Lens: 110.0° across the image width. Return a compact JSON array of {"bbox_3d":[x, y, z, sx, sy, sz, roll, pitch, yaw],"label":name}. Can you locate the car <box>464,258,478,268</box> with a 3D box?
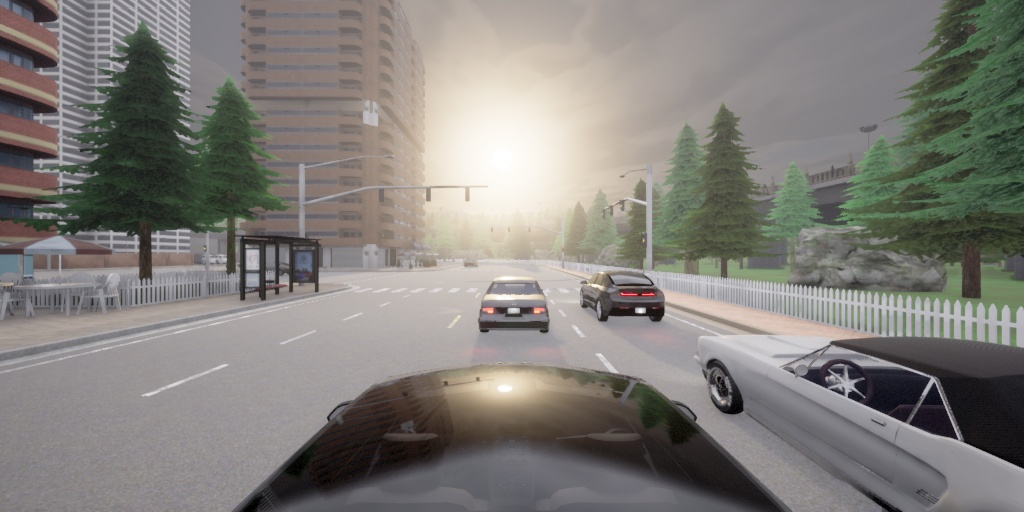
[{"bbox_3d":[-7.114,1.102,62.144,2.097,1.767,4.553,0,0,0],"label":"car"}]

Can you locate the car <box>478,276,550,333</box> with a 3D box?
[{"bbox_3d":[0.083,1.297,10.724,2.033,1.411,5.357,0,0,1],"label":"car"}]

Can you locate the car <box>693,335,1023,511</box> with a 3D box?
[{"bbox_3d":[3.514,1.351,3.048,1.895,1.301,4.718,0,0,1],"label":"car"}]

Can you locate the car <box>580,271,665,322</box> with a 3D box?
[{"bbox_3d":[3.571,1.255,12.311,1.837,1.490,4.892,0,0,1],"label":"car"}]

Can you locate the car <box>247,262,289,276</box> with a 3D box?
[{"bbox_3d":[-25.147,1.331,37.719,4.674,1.442,1.812,0,0,0],"label":"car"}]
